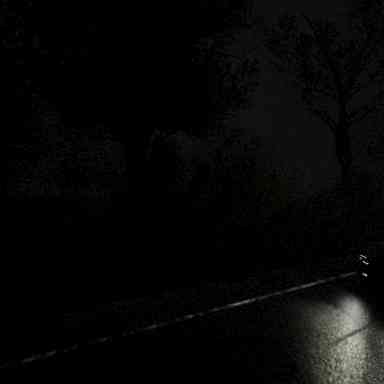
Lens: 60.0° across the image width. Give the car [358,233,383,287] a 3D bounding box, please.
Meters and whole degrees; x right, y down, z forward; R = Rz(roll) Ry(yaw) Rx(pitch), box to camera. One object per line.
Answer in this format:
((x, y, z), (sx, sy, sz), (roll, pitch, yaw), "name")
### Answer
((6.160, 1.474, 8.387), (5.008, 1.535, 1.882), (0, 0, -35), "car")
